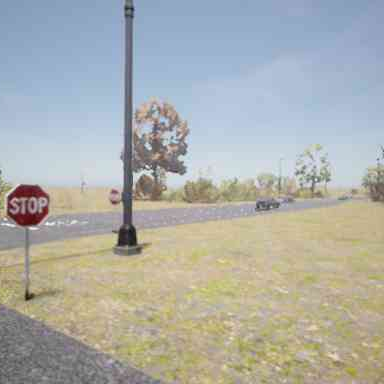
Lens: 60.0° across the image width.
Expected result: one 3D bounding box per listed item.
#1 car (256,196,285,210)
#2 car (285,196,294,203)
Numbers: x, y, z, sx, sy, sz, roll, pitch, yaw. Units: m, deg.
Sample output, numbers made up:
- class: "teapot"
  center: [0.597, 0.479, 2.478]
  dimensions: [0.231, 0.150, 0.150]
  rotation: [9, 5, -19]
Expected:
- class: "car"
  center: [9.699, 1.486, 42.039]
  dimensions: [1.837, 1.490, 4.892]
  rotation: [1, 0, 36]
- class: "car"
  center: [18.807, 1.486, 66.525]
  dimensions: [2.128, 1.511, 4.902]
  rotation: [1, 0, 36]
